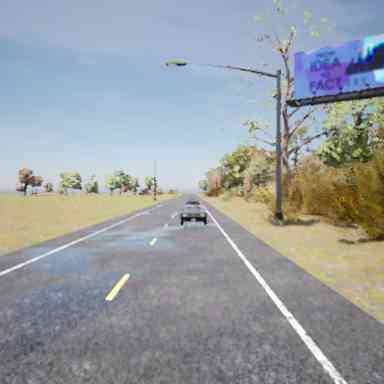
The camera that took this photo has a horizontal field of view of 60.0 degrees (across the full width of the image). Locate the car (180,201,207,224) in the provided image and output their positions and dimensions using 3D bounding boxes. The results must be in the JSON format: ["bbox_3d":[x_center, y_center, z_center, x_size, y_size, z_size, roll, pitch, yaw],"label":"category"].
[{"bbox_3d":[0.113,1.605,24.731,1.895,1.301,4.718,0,0,0],"label":"car"}]

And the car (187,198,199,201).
[{"bbox_3d":[0.122,1.512,43.092,1.837,1.490,4.892,0,0,0],"label":"car"}]
